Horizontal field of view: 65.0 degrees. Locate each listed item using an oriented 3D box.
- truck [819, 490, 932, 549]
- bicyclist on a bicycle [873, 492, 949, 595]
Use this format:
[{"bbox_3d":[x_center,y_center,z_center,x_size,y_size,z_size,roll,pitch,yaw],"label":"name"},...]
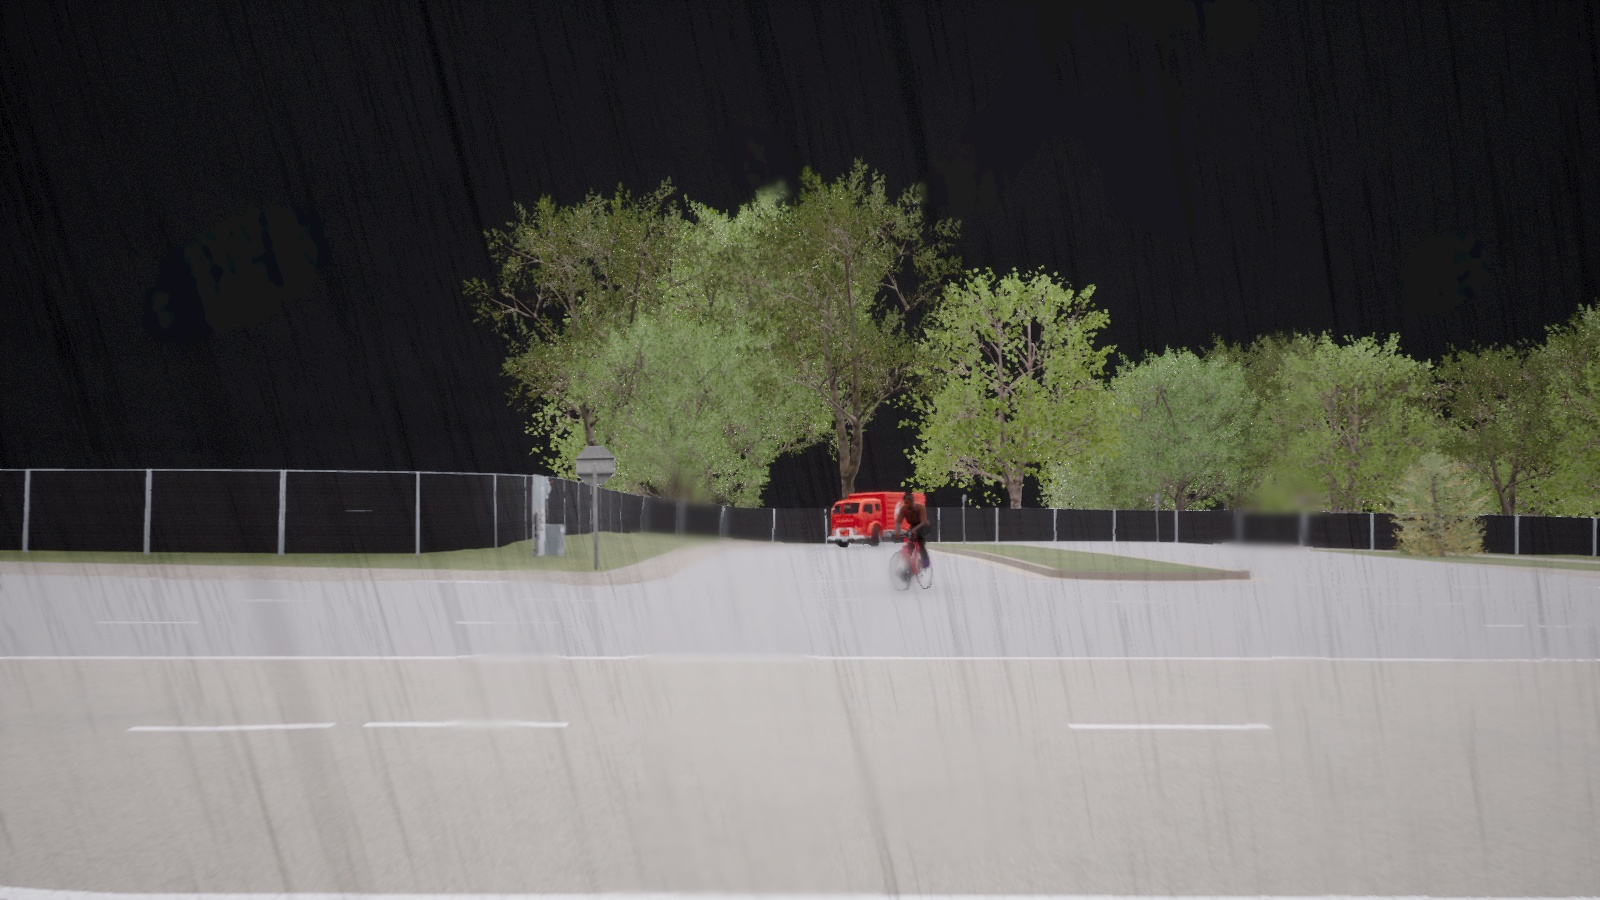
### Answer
[{"bbox_3d":[3.509,3.144,57.169,2.627,2.467,5.204,-5,-5,36],"label":"truck"},{"bbox_3d":[1.851,1.515,20.690,0.582,1.620,1.656,-4,-3,28],"label":"bicyclist on a bicycle"}]
